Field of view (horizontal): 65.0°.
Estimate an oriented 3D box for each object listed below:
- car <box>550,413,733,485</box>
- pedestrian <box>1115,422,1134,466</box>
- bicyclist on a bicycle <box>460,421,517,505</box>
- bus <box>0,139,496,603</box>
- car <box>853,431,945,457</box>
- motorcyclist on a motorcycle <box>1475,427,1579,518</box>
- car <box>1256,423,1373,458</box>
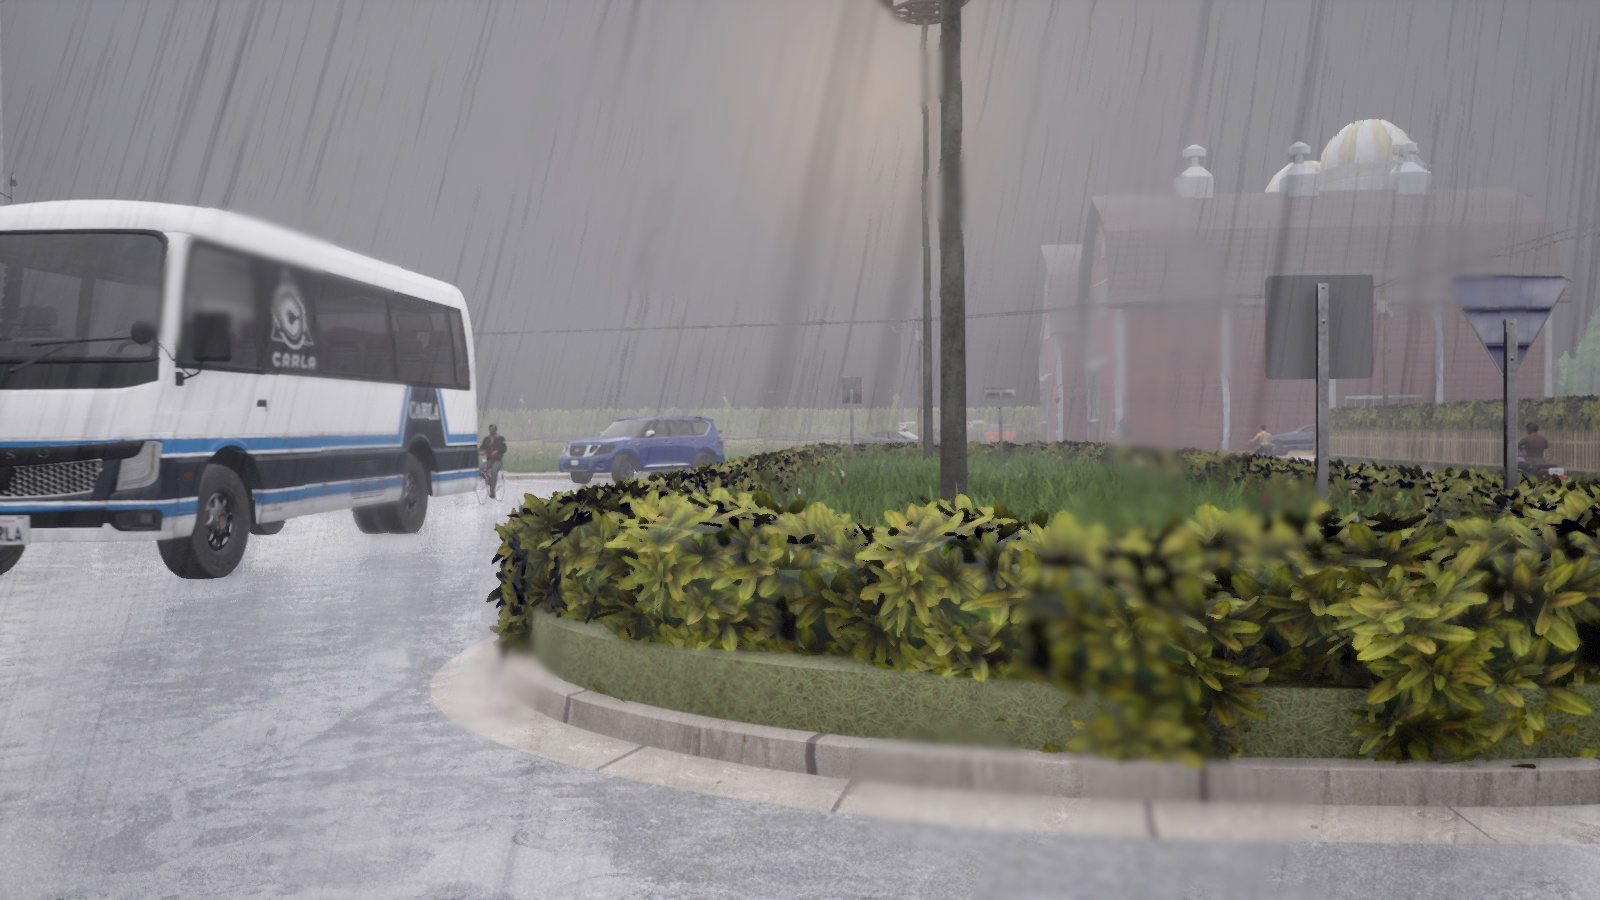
[{"bbox_3d":[-4.723,-0.067,38.326,2.150,2.045,5.566,1,1,40],"label":"car"},{"bbox_3d":[13.770,-0.241,53.253,0.694,1.848,0.540,0,1,24],"label":"pedestrian"},{"bbox_3d":[-6.787,0.258,27.448,0.659,1.776,1.843,0,1,5],"label":"bicyclist on a bicycle"},{"bbox_3d":[-7.611,-0.818,16.767,3.944,4.253,10.273,0,1,4],"label":"bus"},{"bbox_3d":[5.656,-0.354,71.914,4.792,1.488,2.163,0,1,31],"label":"car"},{"bbox_3d":[13.799,0.393,23.917,0.766,1.649,2.350,0,1,5],"label":"motorcyclist on a motorcycle"},{"bbox_3d":[25.084,-0.485,61.294,5.027,1.651,2.152,0,1,31],"label":"car"}]
